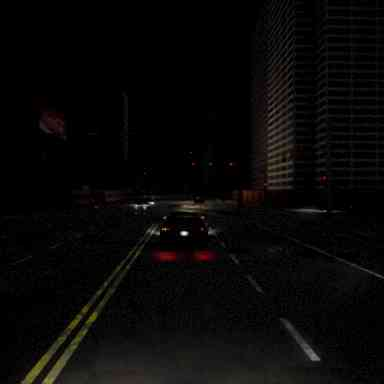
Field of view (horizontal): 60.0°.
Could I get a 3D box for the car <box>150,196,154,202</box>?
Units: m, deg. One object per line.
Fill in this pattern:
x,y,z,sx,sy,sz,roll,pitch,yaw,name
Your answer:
-9.571,1.586,74.936,1.895,1.301,4.718,0,0,-2,car

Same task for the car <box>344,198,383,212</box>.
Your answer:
20.965,1.486,38.763,4.902,1.511,2.128,0,0,-2,car

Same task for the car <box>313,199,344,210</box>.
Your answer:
18.310,1.541,42.161,5.357,1.411,2.033,0,0,-2,car

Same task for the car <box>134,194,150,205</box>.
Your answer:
-9.102,1.518,59.624,1.812,1.442,4.674,0,0,-2,car

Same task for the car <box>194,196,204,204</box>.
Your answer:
1.360,1.483,65.702,2.128,1.511,4.902,0,0,-2,car

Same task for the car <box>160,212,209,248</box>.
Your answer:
-0.362,1.562,14.756,1.994,1.385,4.181,0,0,-2,car
